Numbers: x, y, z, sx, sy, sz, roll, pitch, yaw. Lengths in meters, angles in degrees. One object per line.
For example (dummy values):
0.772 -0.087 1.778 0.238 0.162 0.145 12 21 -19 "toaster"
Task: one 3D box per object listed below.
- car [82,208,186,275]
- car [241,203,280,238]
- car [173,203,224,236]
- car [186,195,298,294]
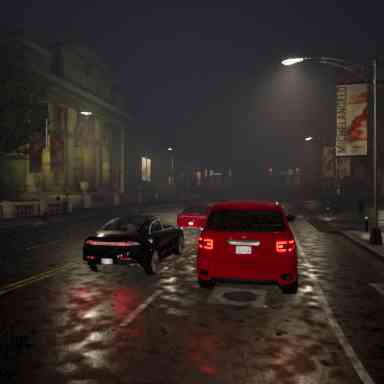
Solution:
-1.573 1.492 10.553 2.128 1.511 4.902 0 0 12 "car"
3.962 1.478 18.744 1.882 1.535 5.008 0 0 14 "car"
0.572 1.478 19.606 1.882 1.535 5.008 0 0 15 "car"
1.602 1.221 9.084 2.150 2.045 5.566 0 0 13 "car"
